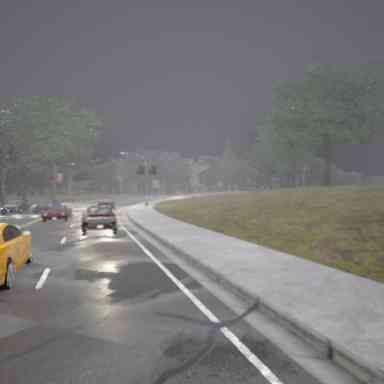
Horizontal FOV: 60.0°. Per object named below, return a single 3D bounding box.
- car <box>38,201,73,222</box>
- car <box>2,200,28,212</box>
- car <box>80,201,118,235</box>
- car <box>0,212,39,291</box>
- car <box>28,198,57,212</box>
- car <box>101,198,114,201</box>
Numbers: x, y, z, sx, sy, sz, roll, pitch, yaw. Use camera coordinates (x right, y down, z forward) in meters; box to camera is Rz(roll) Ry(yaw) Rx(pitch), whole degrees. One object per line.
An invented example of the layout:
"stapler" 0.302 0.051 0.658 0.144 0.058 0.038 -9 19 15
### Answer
"car" -10.916 1.703 27.242 1.895 1.301 4.718 -1 0 -14
"car" -19.856 1.710 37.816 1.837 1.490 4.892 -1 0 -9
"car" -5.346 1.539 19.199 2.128 1.511 4.902 -1 0 -17
"car" -5.554 1.537 8.874 1.882 1.535 5.008 -1 0 -17
"car" -16.590 1.507 38.044 2.097 1.767 4.553 -1 0 -9
"car" -10.198 1.523 40.302 1.882 1.535 5.008 -1 0 -9
